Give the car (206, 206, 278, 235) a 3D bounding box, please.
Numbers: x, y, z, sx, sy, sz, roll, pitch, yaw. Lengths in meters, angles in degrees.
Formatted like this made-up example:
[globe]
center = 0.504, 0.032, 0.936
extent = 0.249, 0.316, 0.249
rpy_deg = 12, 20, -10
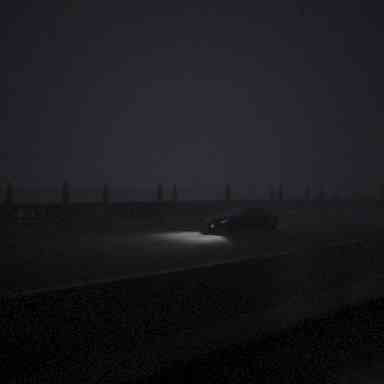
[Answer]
[car]
center = 2.979, 1.536, 19.061
extent = 4.674, 1.442, 1.812
rpy_deg = 0, 0, -36
